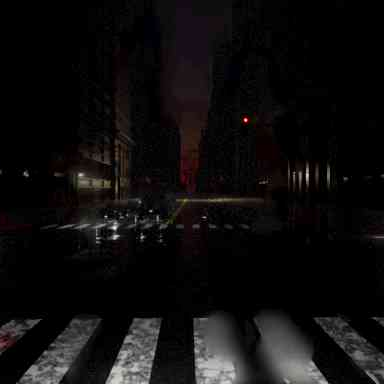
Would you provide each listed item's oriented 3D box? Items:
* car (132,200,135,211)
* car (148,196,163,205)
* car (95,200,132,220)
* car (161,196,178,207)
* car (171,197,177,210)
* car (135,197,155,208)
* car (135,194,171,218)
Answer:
[{"bbox_3d":[-6.618,1.575,37.052,1.895,1.301,4.718,0,0,0],"label":"car"},{"bbox_3d":[-6.558,1.488,60.637,2.033,1.411,5.357,0,0,0],"label":"car"},{"bbox_3d":[-6.632,1.584,27.936,1.895,1.301,4.718,0,0,1],"label":"car"},{"bbox_3d":[-3.358,1.450,50.499,2.128,1.511,4.902,0,0,0],"label":"car"},{"bbox_3d":[-3.367,1.463,40.077,2.128,1.511,4.902,0,0,0],"label":"car"},{"bbox_3d":[-6.616,1.455,47.268,2.128,1.511,4.902,0,0,0],"label":"car"},{"bbox_3d":[-3.364,1.203,29.983,2.150,2.045,5.566,0,0,0],"label":"car"}]
